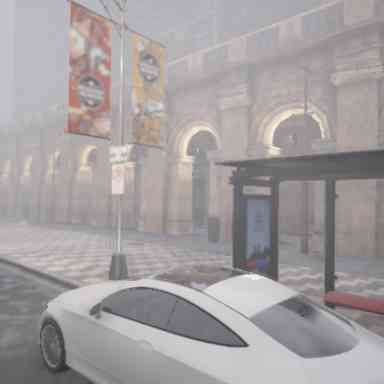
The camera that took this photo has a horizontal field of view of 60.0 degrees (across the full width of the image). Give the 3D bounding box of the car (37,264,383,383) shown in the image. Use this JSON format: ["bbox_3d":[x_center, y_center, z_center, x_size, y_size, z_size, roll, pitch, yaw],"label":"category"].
[{"bbox_3d":[-0.065,1.616,3.909,4.674,1.442,1.812,0,-2,42],"label":"car"}]
